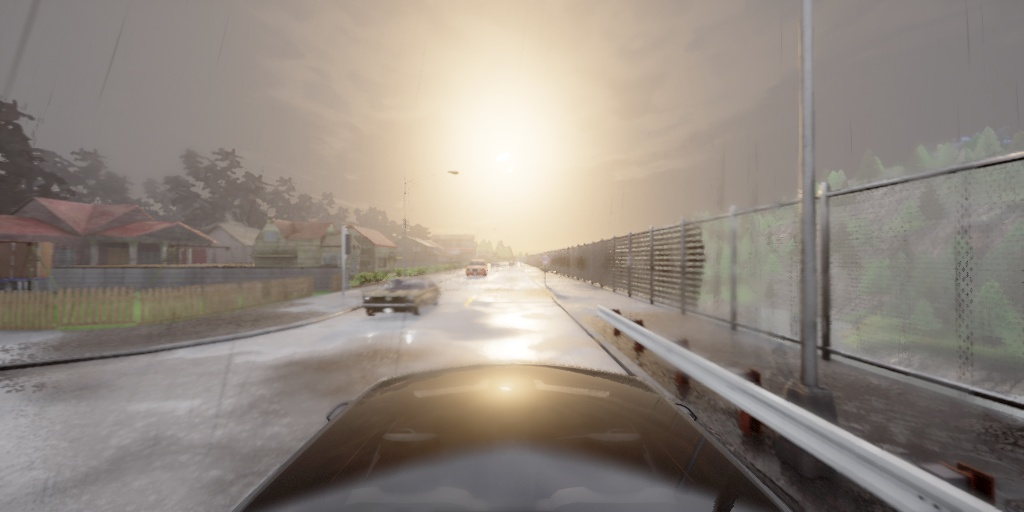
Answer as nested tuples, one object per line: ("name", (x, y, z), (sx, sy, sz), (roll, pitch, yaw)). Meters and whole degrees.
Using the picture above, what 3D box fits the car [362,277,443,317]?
("car", (-4.007, 1.487, 13.854), (1.895, 1.301, 4.718), (0, 0, 0))

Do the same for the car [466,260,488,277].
("car", (-4.018, 1.460, 41.547), (2.150, 2.045, 5.566), (0, 1, 0))
